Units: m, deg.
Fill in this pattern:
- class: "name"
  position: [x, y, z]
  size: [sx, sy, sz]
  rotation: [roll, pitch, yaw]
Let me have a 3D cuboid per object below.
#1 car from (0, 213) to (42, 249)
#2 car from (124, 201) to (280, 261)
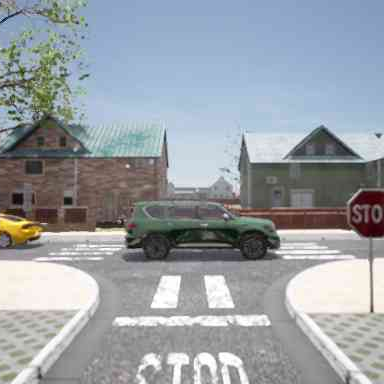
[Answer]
- class: "car"
  position: [-9.600, 1.763, 15.333]
  size: [5.008, 1.535, 1.882]
  rotation: [-1, -2, 1]
- class: "car"
  position: [0.333, 1.340, 12.267]
  size: [5.566, 2.045, 2.150]
  rotation: [-1, -1, 1]
